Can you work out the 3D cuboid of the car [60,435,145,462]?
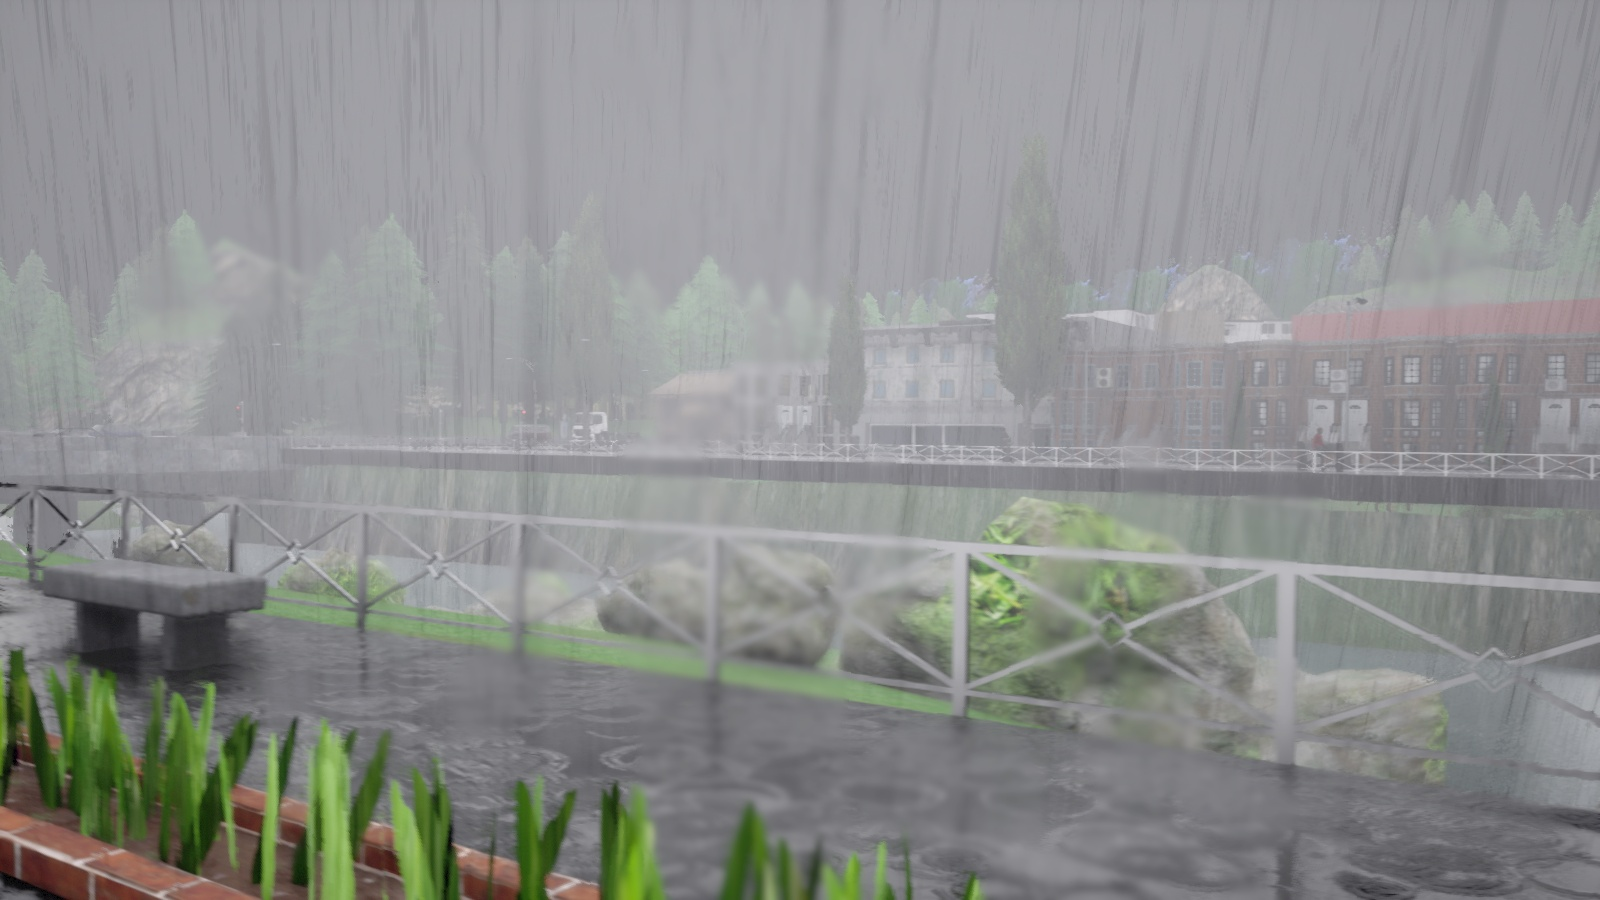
[{"bbox_3d":[-46.920,-0.139,84.544,2.097,1.767,4.553,0,1,34],"label":"car"}]

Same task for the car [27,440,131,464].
[{"bbox_3d":[-45.523,0.108,79.420,2.033,1.411,5.357,0,1,34],"label":"car"}]

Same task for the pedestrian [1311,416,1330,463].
[{"bbox_3d":[20.690,-0.427,49.894,0.636,1.846,0.331,0,1,34],"label":"pedestrian"}]
